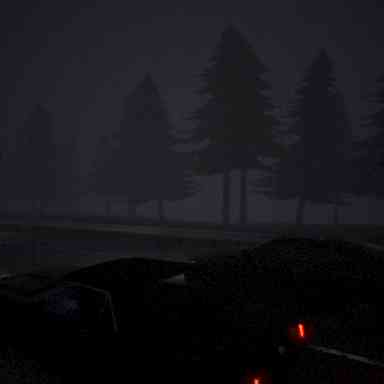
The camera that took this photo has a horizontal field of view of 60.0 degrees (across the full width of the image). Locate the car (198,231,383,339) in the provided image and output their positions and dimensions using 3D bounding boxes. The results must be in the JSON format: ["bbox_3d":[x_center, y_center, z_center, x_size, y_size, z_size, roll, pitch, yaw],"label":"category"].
[{"bbox_3d":[2.044,1.501,6.486,4.674,1.442,1.812,0,0,34],"label":"car"}]

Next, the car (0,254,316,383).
[{"bbox_3d":[-1.061,1.587,4.419,4.718,1.301,1.895,0,0,33],"label":"car"}]
